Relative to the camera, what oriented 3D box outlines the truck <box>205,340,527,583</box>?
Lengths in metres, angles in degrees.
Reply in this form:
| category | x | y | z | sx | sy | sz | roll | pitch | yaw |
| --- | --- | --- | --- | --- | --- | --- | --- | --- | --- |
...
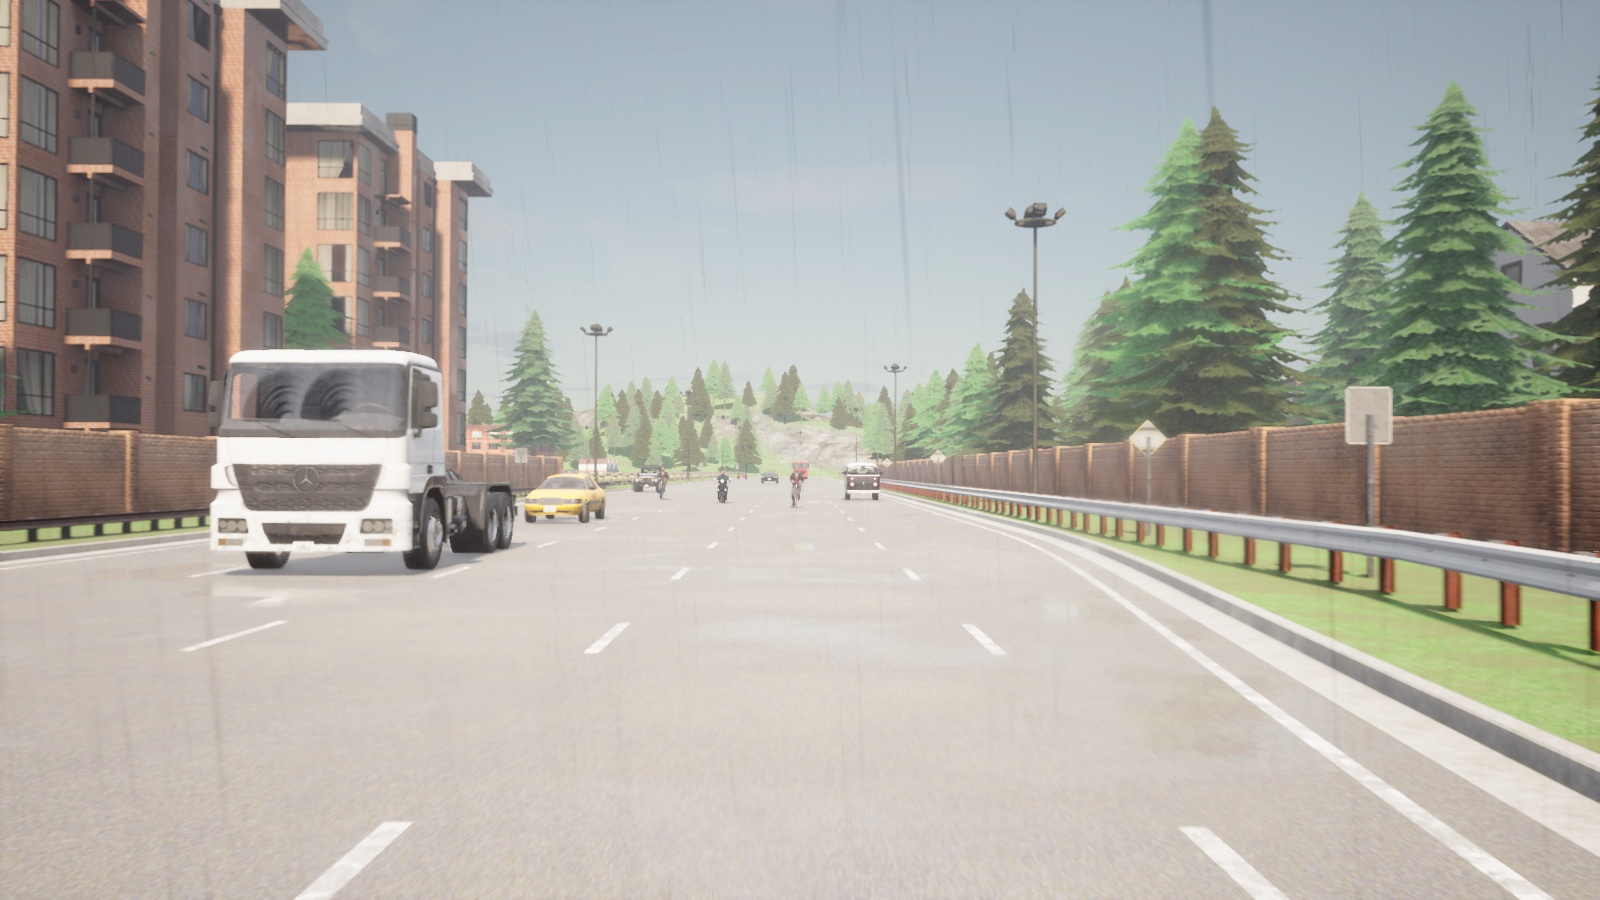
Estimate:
| category | x | y | z | sx | sy | sz | roll | pitch | yaw |
| --- | --- | --- | --- | --- | --- | --- | --- | --- | --- |
| truck | -7.057 | 0.228 | 21.922 | 2.891 | 3.462 | 7.936 | 0 | -1 | 0 |

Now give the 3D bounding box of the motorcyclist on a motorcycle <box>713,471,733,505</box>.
| category | x | y | z | sx | sy | sz | roll | pitch | yaw |
| --- | --- | --- | --- | --- | --- | --- | --- | --- | --- |
| motorcyclist on a motorcycle | -3.645 | 1.778 | 59.519 | 0.866 | 1.590 | 1.817 | 0 | -1 | 0 |

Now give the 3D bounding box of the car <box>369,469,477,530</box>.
| category | x | y | z | sx | sy | sz | roll | pitch | yaw |
| --- | --- | --- | --- | --- | --- | --- | --- | --- | --- |
| car | -10.587 | 1.349 | 35.533 | 1.851 | 1.617 | 3.988 | 0 | -1 | 0 |

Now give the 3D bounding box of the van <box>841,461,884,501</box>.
| category | x | y | z | sx | sy | sz | roll | pitch | yaw |
| --- | --- | --- | --- | --- | --- | --- | --- | --- | --- |
| van | 3.335 | 1.657 | 67.723 | 2.069 | 2.038 | 4.480 | 0 | -1 | 0 |

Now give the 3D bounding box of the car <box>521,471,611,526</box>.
| category | x | y | z | sx | sy | sz | roll | pitch | yaw |
| --- | --- | --- | --- | --- | --- | --- | --- | --- | --- |
| car | -7.094 | 1.426 | 38.605 | 1.801 | 1.575 | 5.366 | 0 | -1 | 0 |

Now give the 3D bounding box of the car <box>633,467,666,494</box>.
| category | x | y | z | sx | sy | sz | roll | pitch | yaw |
| --- | --- | --- | --- | --- | --- | --- | --- | --- | --- |
| car | -10.718 | 2.150 | 89.499 | 1.905 | 1.878 | 3.866 | 0 | -1 | 0 |
